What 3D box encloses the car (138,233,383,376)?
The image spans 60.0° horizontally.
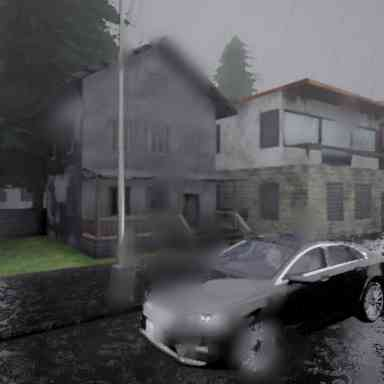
[{"bbox_3d":[1.499,1.512,5.676,4.902,1.511,2.128,0,0,-36],"label":"car"}]
